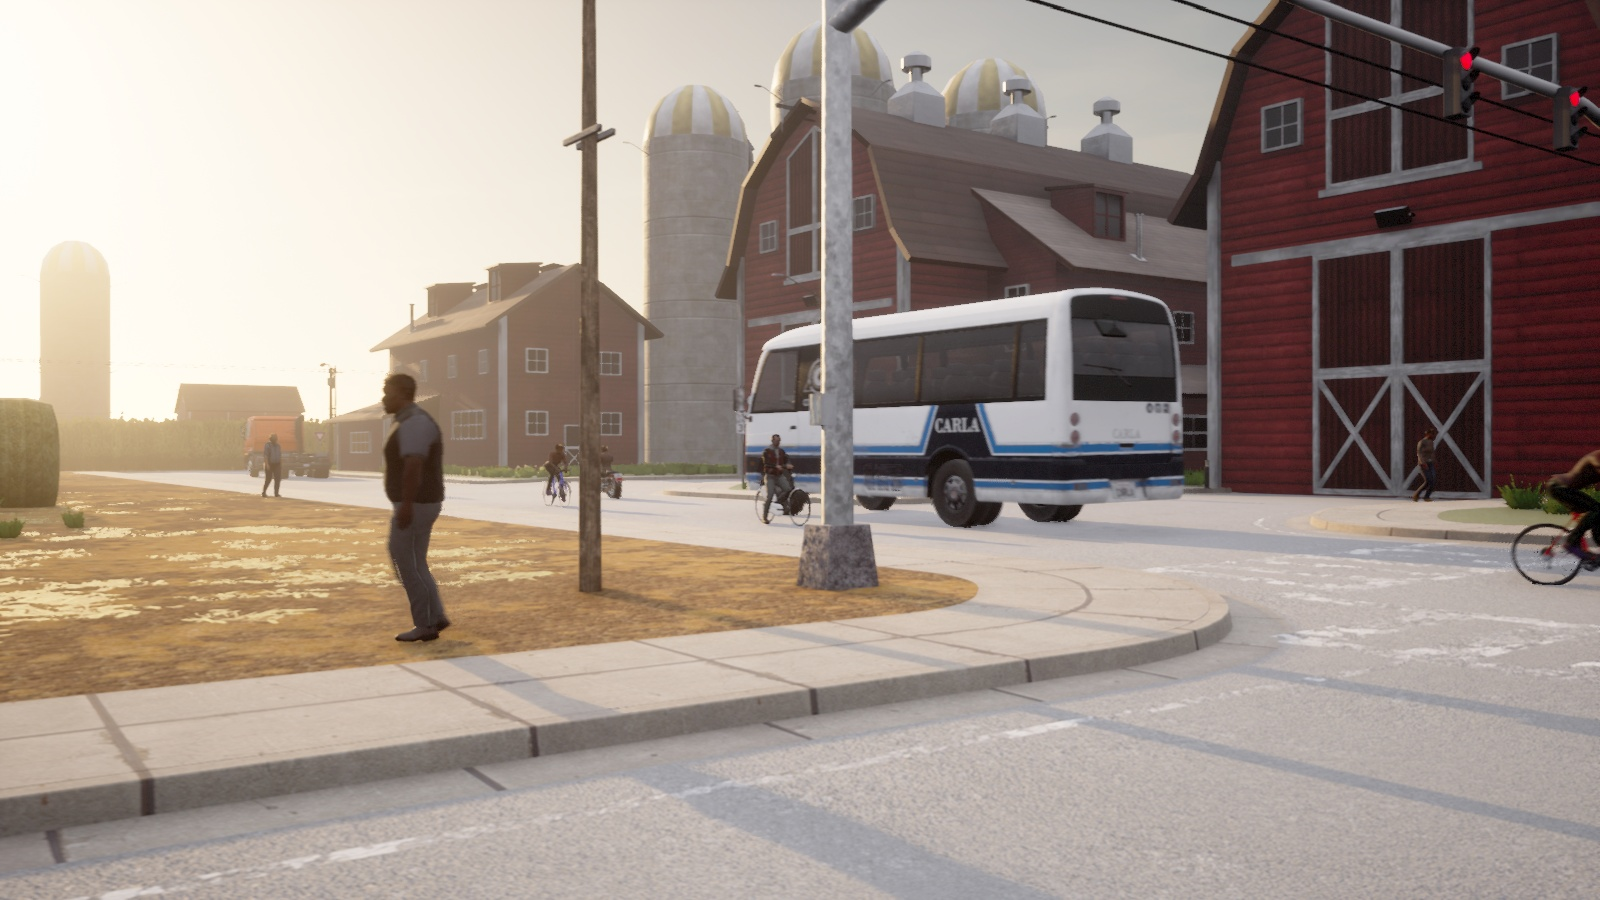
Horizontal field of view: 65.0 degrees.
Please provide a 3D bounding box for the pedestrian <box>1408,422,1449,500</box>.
[{"bbox_3d":[14.805,0.257,29.593,0.328,1.805,0.869,0,0,-22],"label":"pedestrian"}]

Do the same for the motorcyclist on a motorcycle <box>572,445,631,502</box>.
[{"bbox_3d":[-6.009,0.691,37.883,0.766,1.649,2.350,0,0,-36],"label":"motorcyclist on a motorcycle"}]

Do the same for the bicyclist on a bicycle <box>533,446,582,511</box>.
[{"bbox_3d":[-6.228,0.697,32.214,0.582,1.620,1.656,0,0,-36],"label":"bicyclist on a bicycle"}]

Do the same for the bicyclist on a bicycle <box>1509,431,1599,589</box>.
[{"bbox_3d":[8.387,0.622,13.097,1.656,1.620,0.582,0,-1,38],"label":"bicyclist on a bicycle"}]

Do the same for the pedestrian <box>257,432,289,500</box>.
[{"bbox_3d":[-14.476,0.442,34.491,0.694,1.848,0.540,0,0,39],"label":"pedestrian"}]

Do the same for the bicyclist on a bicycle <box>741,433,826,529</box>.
[{"bbox_3d":[-0.337,0.575,24.069,0.659,1.776,1.843,-1,0,-36],"label":"bicyclist on a bicycle"}]

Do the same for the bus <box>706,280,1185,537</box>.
[{"bbox_3d":[2.466,-0.699,26.152,3.944,4.253,10.273,-1,0,-36],"label":"bus"}]

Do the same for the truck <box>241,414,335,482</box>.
[{"bbox_3d":[-27.803,-0.118,67.999,2.891,3.462,7.936,0,0,-36],"label":"truck"}]

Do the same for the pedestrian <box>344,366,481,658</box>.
[{"bbox_3d":[-2.631,0.396,8.509,0.849,1.883,0.563,0,0,-20],"label":"pedestrian"}]
